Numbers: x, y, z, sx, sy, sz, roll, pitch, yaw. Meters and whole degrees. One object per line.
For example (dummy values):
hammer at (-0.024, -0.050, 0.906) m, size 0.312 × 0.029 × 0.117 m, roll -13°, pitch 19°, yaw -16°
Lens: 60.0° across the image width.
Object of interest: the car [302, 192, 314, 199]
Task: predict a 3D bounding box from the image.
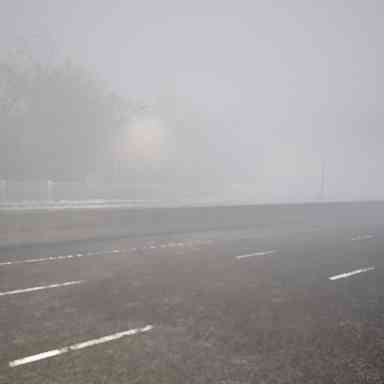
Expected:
car at (26.051, 0.717, 74.385) m, size 1.812 × 1.442 × 4.674 m, roll 0°, pitch 1°, yaw 32°

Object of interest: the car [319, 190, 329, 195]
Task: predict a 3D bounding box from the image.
car at (34.688, 0.243, 87.640) m, size 2.033 × 1.411 × 5.357 m, roll 0°, pitch 2°, yaw 34°
